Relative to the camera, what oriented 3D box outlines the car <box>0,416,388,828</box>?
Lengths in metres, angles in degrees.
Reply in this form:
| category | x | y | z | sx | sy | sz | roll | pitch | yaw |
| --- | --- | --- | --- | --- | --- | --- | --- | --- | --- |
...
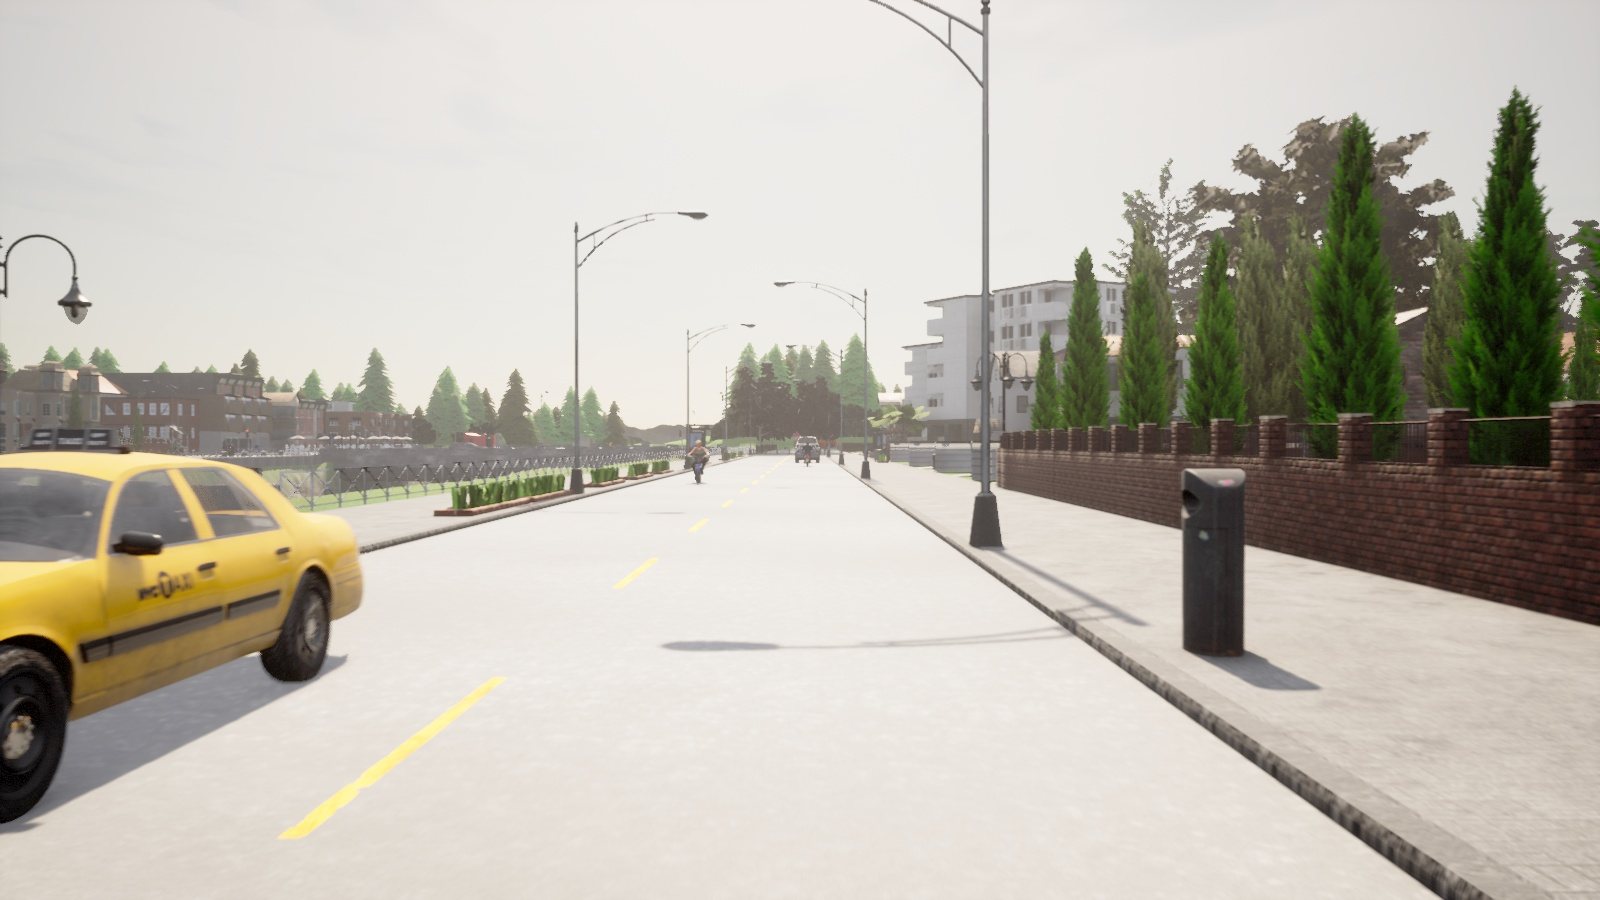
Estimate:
| category | x | y | z | sx | sy | sz | roll | pitch | yaw |
| --- | --- | --- | --- | --- | --- | --- | --- | --- | --- |
| car | -3.947 | 0.645 | 6.563 | 1.801 | 1.575 | 5.366 | 0 | 0 | 0 |

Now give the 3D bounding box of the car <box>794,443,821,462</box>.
| category | x | y | z | sx | sy | sz | roll | pitch | yaw |
| --- | --- | --- | --- | --- | --- | --- | --- | --- | --- |
| car | 0.565 | 0.173 | 95.655 | 1.970 | 1.475 | 3.806 | 0 | 0 | 0 |
